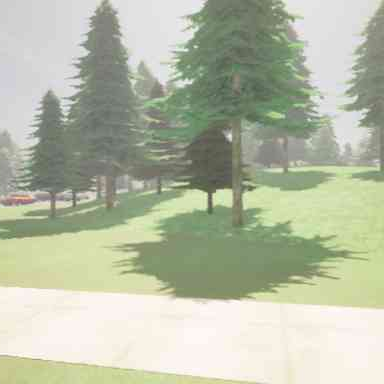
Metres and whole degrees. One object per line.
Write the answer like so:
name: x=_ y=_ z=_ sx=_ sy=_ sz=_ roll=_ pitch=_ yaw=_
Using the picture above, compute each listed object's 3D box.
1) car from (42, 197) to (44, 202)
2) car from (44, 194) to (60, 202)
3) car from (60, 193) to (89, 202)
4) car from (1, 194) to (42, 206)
car: x=-28.302 y=0.878 z=63.554 sx=2.097 sy=1.767 sz=4.553 roll=0 pitch=1 yaw=13
car: x=-24.882 y=1.050 z=62.802 sx=2.033 sy=1.411 sz=5.357 roll=0 pitch=1 yaw=13
car: x=-21.468 y=0.697 z=62.044 sx=2.150 sy=2.045 sz=5.566 roll=0 pitch=1 yaw=13
car: x=-24.613 y=1.029 z=48.255 sx=2.097 sy=1.767 sz=4.553 roll=0 pitch=1 yaw=13
